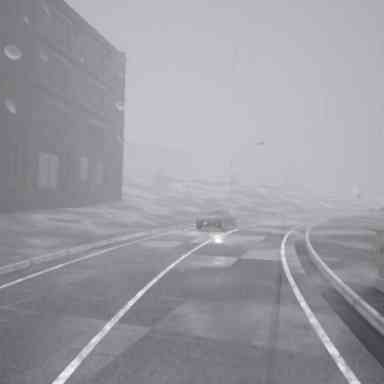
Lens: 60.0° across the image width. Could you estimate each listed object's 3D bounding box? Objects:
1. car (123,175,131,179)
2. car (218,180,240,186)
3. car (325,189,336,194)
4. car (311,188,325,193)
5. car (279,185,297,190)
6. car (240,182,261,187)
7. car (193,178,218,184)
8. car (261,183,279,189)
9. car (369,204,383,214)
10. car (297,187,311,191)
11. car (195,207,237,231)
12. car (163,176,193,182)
[{"bbox_3d":[-12.568,-2.635,55.978,4.553,1.767,2.185,3,-5,-29],"label":"car"},{"bbox_3d":[6.637,-1.547,66.675,4.674,1.452,2.002,3,-5,-30],"label":"car"},{"bbox_3d":[34.158,0.055,85.454,4.553,1.767,2.185,4,-6,-37],"label":"car"},{"bbox_3d":[29.686,-0.153,82.028,4.892,1.521,2.231,4,-6,-36],"label":"car"},{"bbox_3d":[20.789,-0.713,75.685,4.792,1.488,2.163,4,-6,-34],"label":"car"},{"bbox_3d":[11.377,-1.316,69.549,5.008,1.535,2.097,3,-5,-31],"label":"car"},{"bbox_3d":[1.836,-1.844,63.909,4.892,1.521,2.231,3,-5,-29],"label":"car"},{"bbox_3d":[16.035,-1.164,72.518,4.553,1.767,2.185,3,-6,-32],"label":"car"},{"bbox_3d":[30.746,2.742,53.999,4.674,1.442,1.812,1,-5,-28],"label":"car"},{"bbox_3d":[25.311,-0.410,78.836,4.674,1.452,2.002,4,-6,-35],"label":"car"},{"bbox_3d":[1.788,1.833,23.441,1.837,1.490,4.892,-2,-2,24],"label":"car"},{"bbox_3d":[-2.991,-2.076,61.242,4.892,1.521,2.231,3,-5,-29],"label":"car"}]
